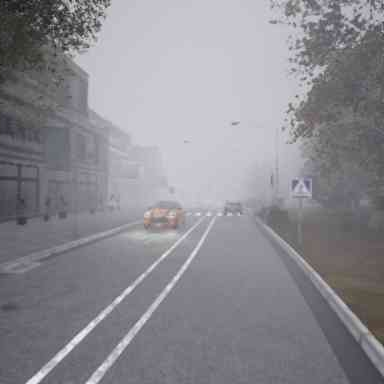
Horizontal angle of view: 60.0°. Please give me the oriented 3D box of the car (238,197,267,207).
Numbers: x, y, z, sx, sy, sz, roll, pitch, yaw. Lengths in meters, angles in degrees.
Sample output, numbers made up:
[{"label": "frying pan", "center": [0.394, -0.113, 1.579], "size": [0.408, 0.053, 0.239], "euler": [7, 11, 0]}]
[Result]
[{"label": "car", "center": [13.122, 2.133, 71.849], "size": [5.566, 2.045, 2.435], "euler": [2, -2, -15]}]

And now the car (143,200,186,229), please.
[{"label": "car", "center": [-1.683, 1.333, 21.485], "size": [2.097, 1.767, 4.553], "euler": [1, 0, 7]}]

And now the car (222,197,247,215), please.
[{"label": "car", "center": [4.290, 1.532, 34.624], "size": [2.128, 1.511, 4.902], "euler": [1, 0, 7]}]

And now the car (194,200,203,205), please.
[{"label": "car", "center": [1.711, 2.581, 83.008], "size": [1.994, 1.385, 4.181], "euler": [1, -1, 5]}]

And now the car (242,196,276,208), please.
[{"label": "car", "center": [12.101, 1.818, 60.030], "size": [5.566, 2.045, 2.435], "euler": [2, -1, -15]}]

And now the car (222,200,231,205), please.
[{"label": "car", "center": [9.112, 2.765, 88.257], "size": [2.033, 1.411, 5.357], "euler": [1, -1, 5]}]

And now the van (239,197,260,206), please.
[{"label": "van", "center": [13.925, 2.380, 80.727], "size": [4.442, 1.987, 1.878], "euler": [2, -2, -15]}]

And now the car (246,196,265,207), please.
[{"label": "car", "center": [11.909, 1.741, 57.109], "size": [5.566, 2.045, 2.435], "euler": [2, -2, -15]}]

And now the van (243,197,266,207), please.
[{"label": "van", "center": [12.960, 2.085, 68.926], "size": [4.442, 1.987, 1.878], "euler": [2, -2, -15]}]

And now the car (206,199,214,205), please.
[{"label": "car", "center": [4.503, 2.580, 82.796], "size": [1.812, 1.442, 4.674], "euler": [1, -1, 5]}]
